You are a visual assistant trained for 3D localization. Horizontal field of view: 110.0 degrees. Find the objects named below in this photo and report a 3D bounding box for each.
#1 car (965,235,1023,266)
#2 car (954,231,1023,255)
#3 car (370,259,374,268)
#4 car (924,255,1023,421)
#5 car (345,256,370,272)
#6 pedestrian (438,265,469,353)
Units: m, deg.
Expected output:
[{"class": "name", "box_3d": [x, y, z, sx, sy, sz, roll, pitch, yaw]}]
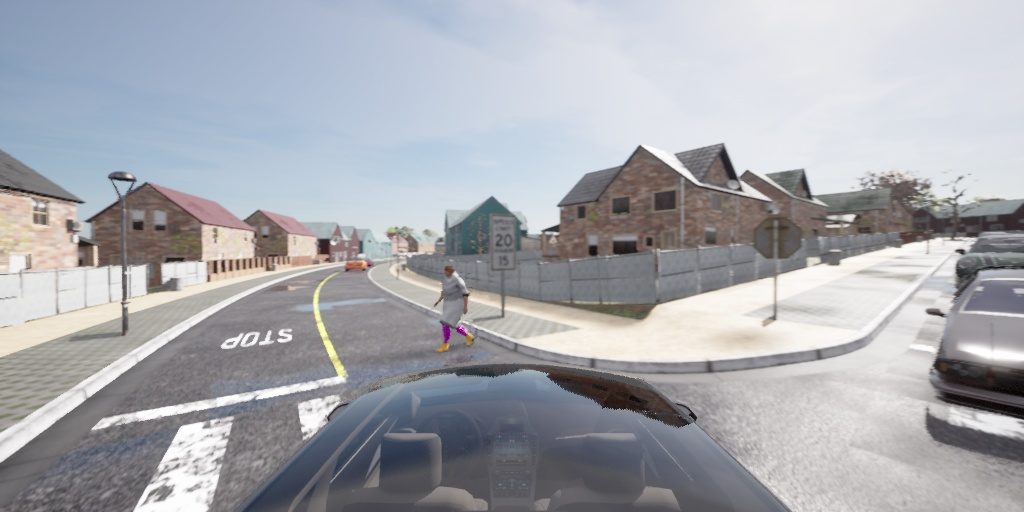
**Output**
[{"class": "car", "box_3d": [25.943, -0.355, 19.158, 5.357, 1.411, 2.033, -4, 3, -37]}, {"class": "car", "box_3d": [15.729, 0.115, 11.342, 4.553, 1.767, 2.097, -4, 3, -37]}, {"class": "car", "box_3d": [-21.195, 0.946, 51.994, 1.994, 1.385, 4.181, -1, 1, -15]}, {"class": "car", "box_3d": [6.965, 0.908, 4.627, 5.357, 1.411, 2.033, -5, 4, -37]}, {"class": "car", "box_3d": [-18.441, 0.874, 42.550, 2.097, 1.767, 4.553, -1, 1, -19]}, {"class": "pedestrian", "box_3d": [-1.222, 1.021, 7.498, 0.375, 1.860, 0.375, -2, 1, -33]}]
